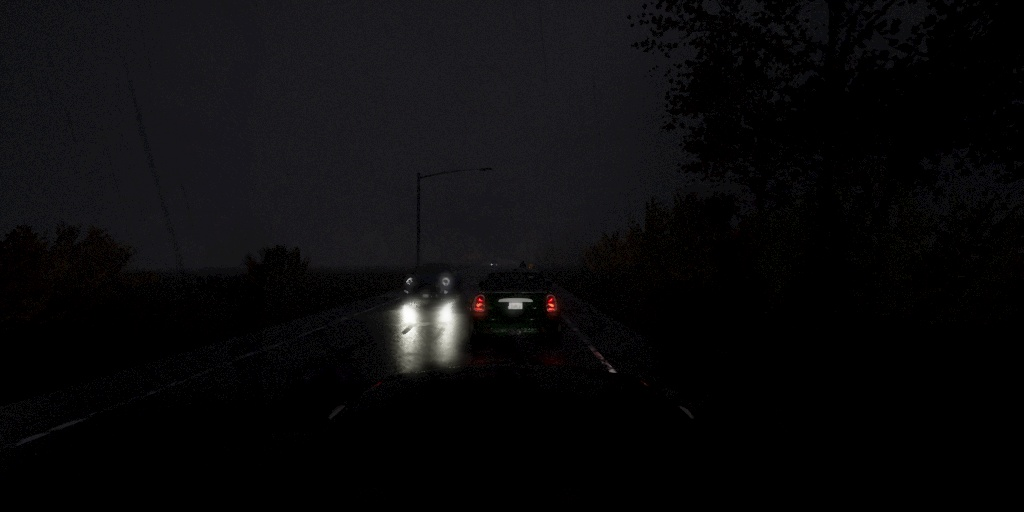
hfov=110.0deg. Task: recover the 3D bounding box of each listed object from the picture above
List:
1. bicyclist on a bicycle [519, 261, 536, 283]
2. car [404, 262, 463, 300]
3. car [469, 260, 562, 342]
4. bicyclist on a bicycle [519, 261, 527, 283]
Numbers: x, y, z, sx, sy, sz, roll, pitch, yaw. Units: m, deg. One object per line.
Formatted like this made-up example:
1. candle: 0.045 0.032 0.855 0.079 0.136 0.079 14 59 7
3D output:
1. bicyclist on a bicycle: 0.903 1.180 17.237 0.866 1.612 1.509 0 0 0
2. car: -3.664 1.096 17.416 2.097 1.767 4.553 0 0 0
3. car: 0.072 1.099 9.893 2.097 1.767 4.553 0 0 0
4. bicyclist on a bicycle: 0.840 1.193 27.354 0.582 1.620 1.656 0 0 0
